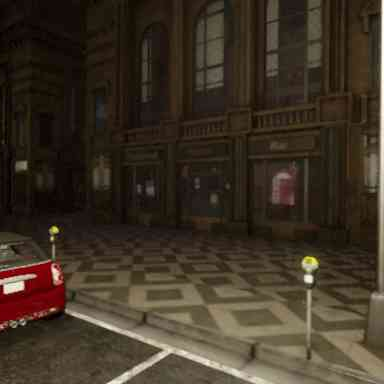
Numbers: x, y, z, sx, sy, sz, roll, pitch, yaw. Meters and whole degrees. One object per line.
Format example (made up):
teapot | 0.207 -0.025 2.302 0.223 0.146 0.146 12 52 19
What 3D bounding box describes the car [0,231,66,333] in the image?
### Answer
car | -4.143 1.396 5.959 4.097 1.590 1.967 0 0 36
